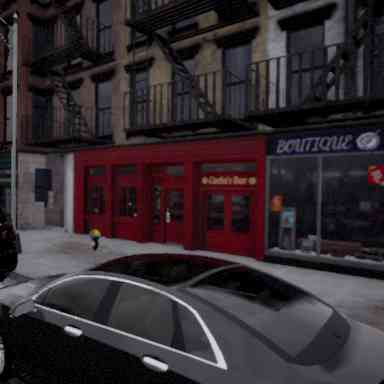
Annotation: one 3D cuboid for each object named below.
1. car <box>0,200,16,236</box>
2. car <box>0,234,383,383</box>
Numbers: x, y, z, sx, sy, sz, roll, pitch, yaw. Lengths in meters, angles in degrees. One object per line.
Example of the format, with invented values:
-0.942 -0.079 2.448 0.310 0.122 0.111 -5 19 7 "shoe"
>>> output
-6.305 1.041 7.758 5.566 2.045 2.150 1 1 35 "car"
-0.531 1.457 3.671 4.892 1.490 1.837 1 1 36 "car"
